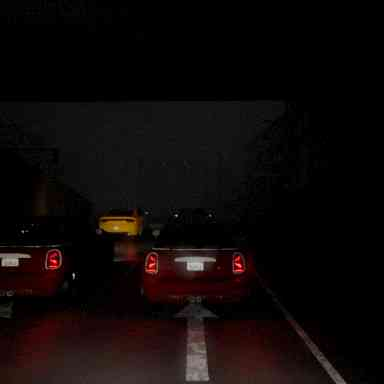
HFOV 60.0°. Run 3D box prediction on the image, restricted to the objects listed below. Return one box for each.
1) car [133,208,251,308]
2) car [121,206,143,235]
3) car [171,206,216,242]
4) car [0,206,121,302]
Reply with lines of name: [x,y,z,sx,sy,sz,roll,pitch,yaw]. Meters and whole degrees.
car: [0.067,1.352,8.092,2.097,1.767,4.553,0,0,0]
car: [-3.433,1.478,17.508,1.882,1.535,5.008,0,0,0]
car: [0.068,1.547,17.618,2.033,1.411,5.357,0,0,0]
car: [-3.428,1.352,8.419,2.097,1.767,4.553,0,0,0]
